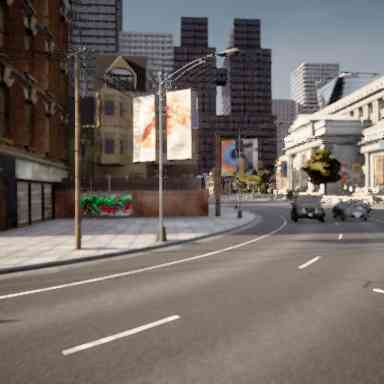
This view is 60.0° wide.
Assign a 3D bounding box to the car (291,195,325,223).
[{"bbox_3d":[9.024,1.264,26.184,2.150,2.045,5.566,0,0,14],"label":"car"}]

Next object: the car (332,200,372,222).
[{"bbox_3d":[12.659,1.507,26.825,2.128,1.511,4.902,0,0,12],"label":"car"}]

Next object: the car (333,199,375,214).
[{"bbox_3d":[17.601,1.564,36.582,2.033,1.411,5.357,0,0,0],"label":"car"}]
